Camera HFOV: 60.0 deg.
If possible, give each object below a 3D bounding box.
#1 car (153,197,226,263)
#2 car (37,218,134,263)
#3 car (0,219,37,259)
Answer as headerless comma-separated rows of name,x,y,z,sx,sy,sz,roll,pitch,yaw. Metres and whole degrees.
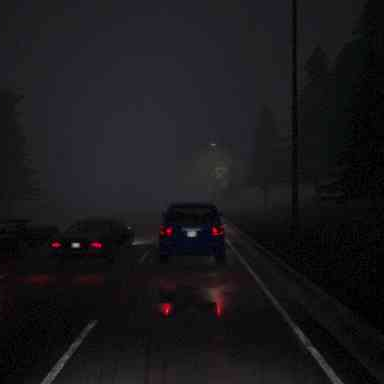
car,0.008,1.350,12.577,2.150,2.045,5.566,0,0,0
car,-3.492,1.672,12.521,2.033,1.411,5.357,0,-1,0
car,-6.986,1.733,13.257,1.895,1.301,4.718,0,-1,0
